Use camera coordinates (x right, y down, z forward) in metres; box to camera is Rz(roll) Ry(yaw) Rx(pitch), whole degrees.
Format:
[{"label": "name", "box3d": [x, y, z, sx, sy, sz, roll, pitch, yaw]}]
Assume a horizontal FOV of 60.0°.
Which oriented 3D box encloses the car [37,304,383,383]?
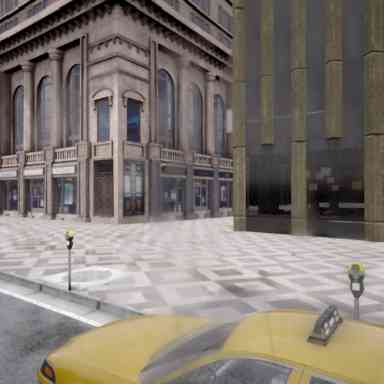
[{"label": "car", "box3d": [0.718, 1.525, 2.462, 4.829, 1.417, 1.752, 0, 0, 36]}]
